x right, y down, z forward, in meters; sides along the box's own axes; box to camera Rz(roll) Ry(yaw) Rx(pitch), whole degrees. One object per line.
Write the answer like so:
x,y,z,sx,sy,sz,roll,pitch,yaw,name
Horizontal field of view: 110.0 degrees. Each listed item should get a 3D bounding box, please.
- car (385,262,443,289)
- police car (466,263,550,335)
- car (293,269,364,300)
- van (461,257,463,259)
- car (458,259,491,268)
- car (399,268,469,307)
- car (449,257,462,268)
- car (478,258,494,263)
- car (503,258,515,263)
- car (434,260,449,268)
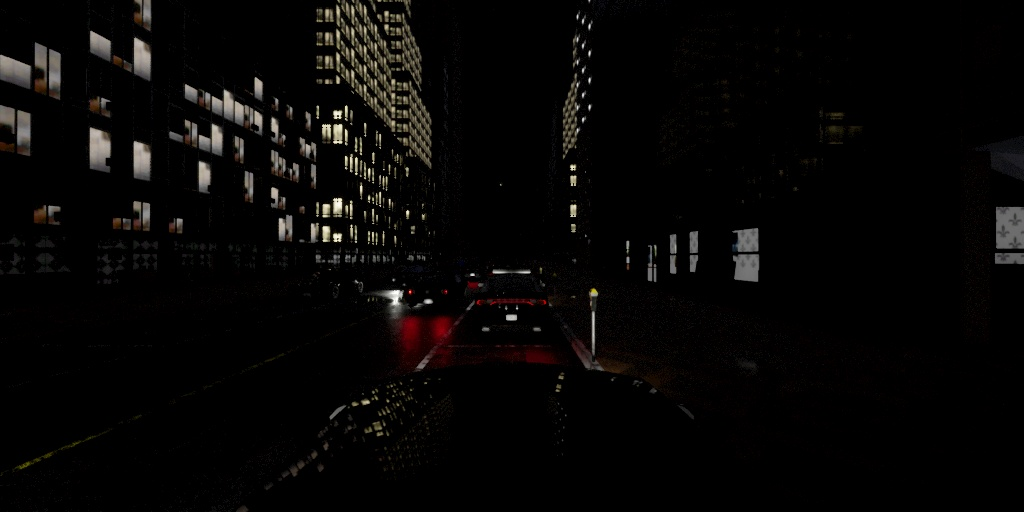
-6.247,1.293,23.464,2.033,1.411,5.357,0,0,0,car
-0.012,1.174,10.609,1.930,1.638,5.238,0,0,0,police car
-8.836,1.313,17.650,1.948,1.339,4.313,0,0,0,car
-8.836,1.064,57.496,1.690,1.789,3.998,0,0,0,van
-3.145,1.246,30.961,1.837,1.490,4.892,0,0,0,car
-3.045,1.349,15.296,1.895,1.301,4.718,0,0,0,car
-8.836,1.273,51.803,1.888,1.381,4.507,0,0,0,car
-3.058,1.258,46.455,1.812,1.442,4.674,0,0,0,car
-0.455,1.298,46.099,1.948,1.339,4.313,0,0,0,car
-8.836,1.286,40.419,2.007,1.370,4.403,0,0,0,car
